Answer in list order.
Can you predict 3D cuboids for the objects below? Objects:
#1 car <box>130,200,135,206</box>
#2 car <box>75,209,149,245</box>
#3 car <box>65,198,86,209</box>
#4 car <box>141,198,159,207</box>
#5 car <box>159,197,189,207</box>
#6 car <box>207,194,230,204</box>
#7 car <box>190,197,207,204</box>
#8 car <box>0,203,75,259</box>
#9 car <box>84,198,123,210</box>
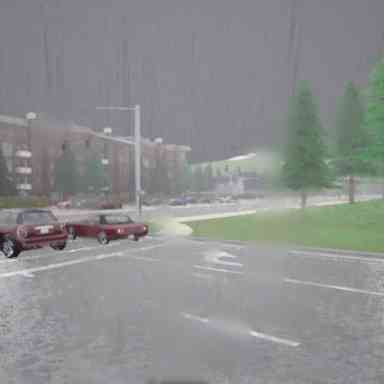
[{"bbox_3d":[-9.138,1.825,60.819,2.128,1.511,4.902,-1,0,36],"label":"car"},{"bbox_3d":[-4.258,1.700,16.099,4.718,1.301,1.895,-1,0,44],"label":"car"},{"bbox_3d":[-14.817,1.659,46.702,2.097,1.767,4.553,-1,0,35],"label":"car"},{"bbox_3d":[-6.277,1.812,58.819,1.837,1.490,4.892,-1,-1,35],"label":"car"},{"bbox_3d":[-3.064,1.805,57.312,1.812,1.442,4.674,-1,0,35],"label":"car"},{"bbox_3d":[6.032,1.494,70.153,2.150,2.045,5.566,-1,0,35],"label":"car"},{"bbox_3d":[2.467,1.826,71.162,2.128,1.511,4.902,-1,0,35],"label":"car"},{"bbox_3d":[-7.099,1.456,13.359,4.553,1.767,2.097,-1,0,36],"label":"car"},{"bbox_3d":[-11.723,1.879,45.020,1.895,1.301,4.718,-1,0,35],"label":"car"}]
